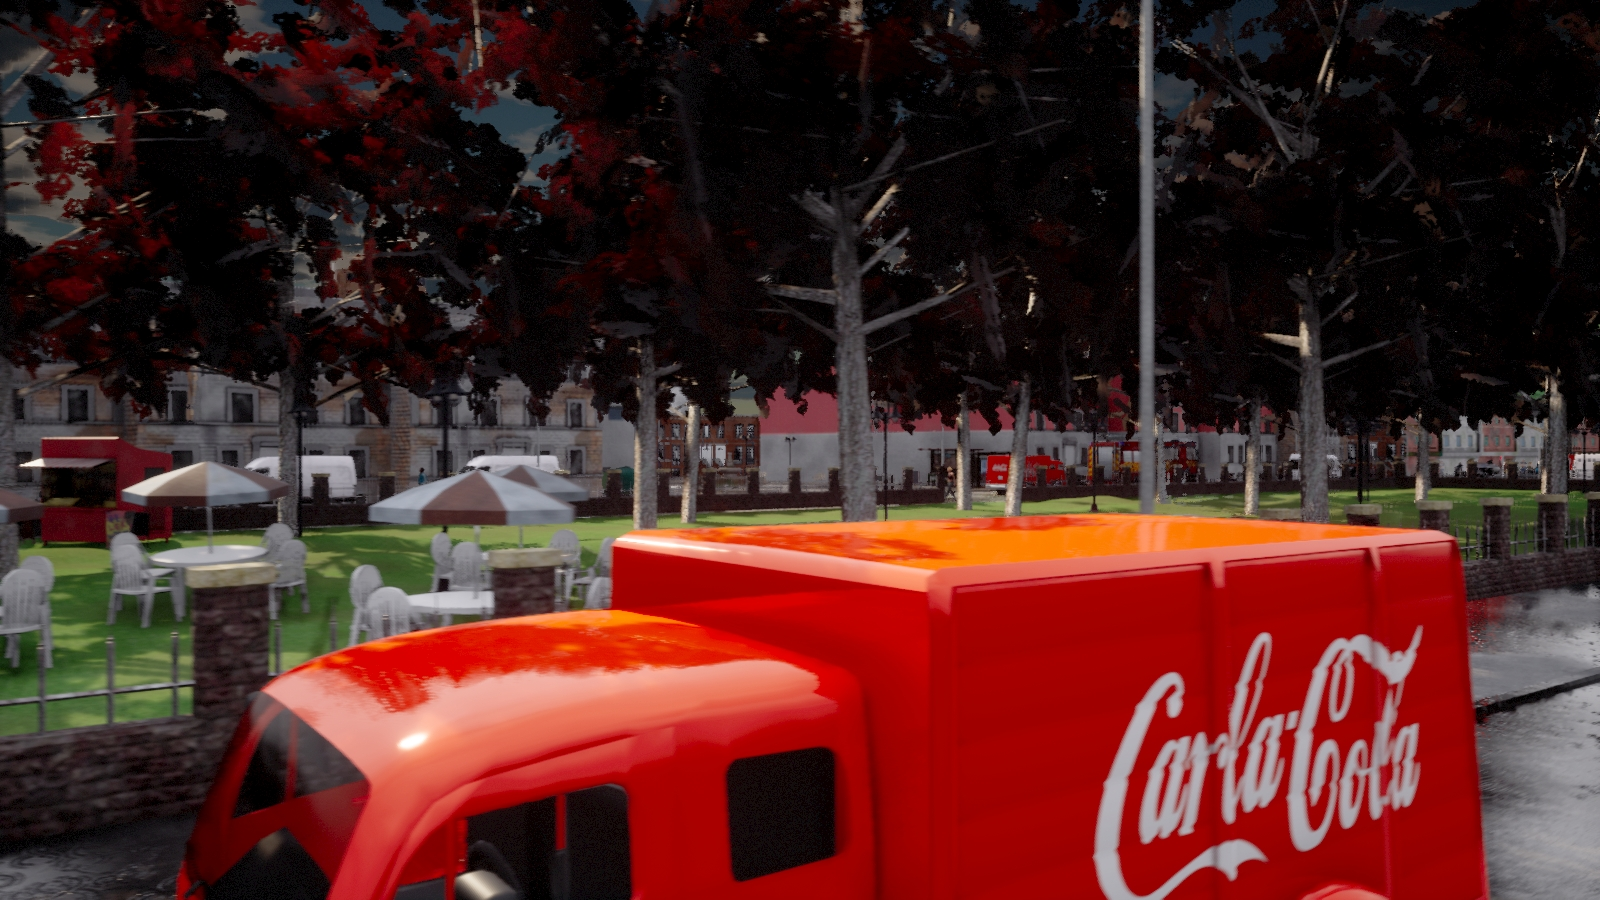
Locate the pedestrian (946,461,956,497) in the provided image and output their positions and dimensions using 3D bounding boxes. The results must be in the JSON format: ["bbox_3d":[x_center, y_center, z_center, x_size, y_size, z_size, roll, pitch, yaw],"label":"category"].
[{"bbox_3d":[7.909,1.530,59.755,0.375,1.860,0.375,0,0,-21],"label":"pedestrian"}]

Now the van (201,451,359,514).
[{"bbox_3d":[-22.246,1.319,49.038,5.915,2.561,1.988,0,0,-36],"label":"van"}]

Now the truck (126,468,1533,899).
[{"bbox_3d":[0.411,1.348,4.651,5.204,2.467,2.627,0,0,-36],"label":"truck"}]

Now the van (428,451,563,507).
[{"bbox_3d":[-14.493,1.320,54.638,5.915,2.561,1.988,0,0,-36],"label":"van"}]

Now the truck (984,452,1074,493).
[{"bbox_3d":[14.115,1.348,70.318,5.204,2.467,2.627,0,0,-36],"label":"truck"}]

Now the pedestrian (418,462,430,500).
[{"bbox_3d":[-18.582,1.530,56.471,0.375,1.860,0.375,0,0,30],"label":"pedestrian"}]

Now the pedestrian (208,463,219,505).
[{"bbox_3d":[-26.267,1.530,51.170,0.375,1.860,0.375,0,0,-44],"label":"pedestrian"}]
